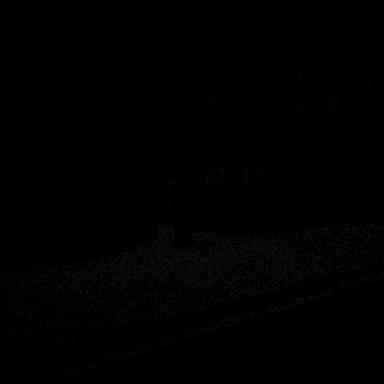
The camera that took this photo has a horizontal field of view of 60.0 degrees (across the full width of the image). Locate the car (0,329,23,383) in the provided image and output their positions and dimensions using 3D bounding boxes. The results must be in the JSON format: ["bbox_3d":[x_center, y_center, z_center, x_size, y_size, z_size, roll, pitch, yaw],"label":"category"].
[{"bbox_3d":[-3.225,1.491,1.069,4.902,1.511,2.128,0,0,-36],"label":"car"}]
